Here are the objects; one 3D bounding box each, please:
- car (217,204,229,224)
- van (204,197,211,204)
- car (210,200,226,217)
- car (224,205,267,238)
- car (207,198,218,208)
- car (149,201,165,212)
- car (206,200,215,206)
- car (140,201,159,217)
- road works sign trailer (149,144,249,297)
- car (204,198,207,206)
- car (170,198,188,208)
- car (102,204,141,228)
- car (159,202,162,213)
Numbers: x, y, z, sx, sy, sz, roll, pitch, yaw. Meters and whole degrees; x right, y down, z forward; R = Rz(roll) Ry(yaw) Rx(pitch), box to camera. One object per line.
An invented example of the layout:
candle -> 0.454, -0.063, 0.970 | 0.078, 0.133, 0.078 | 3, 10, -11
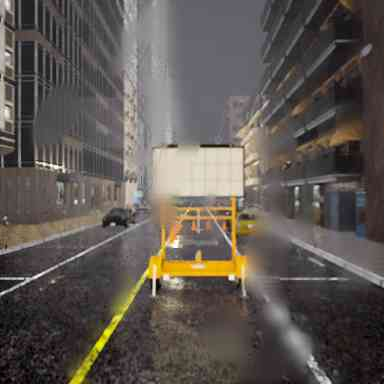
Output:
car -> 3.126, 1.787, 24.289 | 1.947, 1.339, 4.313 | 0, -1, 1
van -> 4.254, 2.249, 92.061 | 1.690, 1.788, 3.998 | 0, -1, 1
car -> 3.314, 1.882, 35.585 | 2.008, 1.369, 4.403 | 0, -1, 1
car -> 3.035, 1.694, 18.812 | 1.752, 1.417, 4.829 | 0, -1, 1
car -> 3.501, 1.884, 46.880 | 1.967, 1.590, 4.097 | 0, -1, 1
car -> -4.880, 1.997, 46.849 | 1.752, 1.417, 4.829 | 0, -1, 1
car -> 3.878, 2.253, 69.469 | 1.802, 1.307, 4.206 | 0, -1, 1
car -> -5.065, 1.912, 35.723 | 2.008, 1.369, 4.403 | 0, -1, 1
road works sign trailer -> 0.172, 0.547, 8.761 | 2.380, 3.560, 2.880 | 0, -1, 1
car -> 3.690, 1.872, 58.177 | 2.192, 1.841, 5.009 | 0, -1, 1
car -> -2.125, 1.734, 51.360 | 2.150, 2.045, 5.566 | 0, -1, 1
car -> -5.254, 1.817, 24.428 | 1.947, 1.339, 4.313 | 0, -1, 1
car -> -4.972, 1.857, 41.373 | 1.967, 1.590, 4.097 | 0, -1, 1
